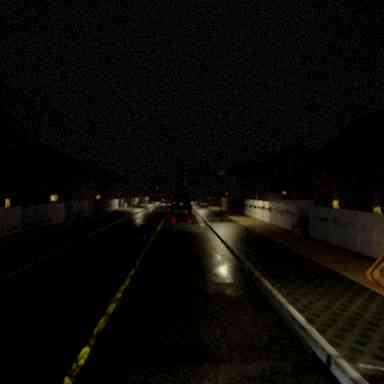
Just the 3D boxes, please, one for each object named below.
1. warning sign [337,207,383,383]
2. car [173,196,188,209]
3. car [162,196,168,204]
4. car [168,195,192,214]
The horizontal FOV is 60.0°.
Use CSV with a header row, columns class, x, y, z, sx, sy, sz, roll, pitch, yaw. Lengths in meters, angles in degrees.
class,x,y,z,sx,sy,sz,roll,pitch,yaw
warning sign,2.411,1.096,3.426,1.300,1.860,1.060,-2,-1,-2
car,-1.657,1.509,48.345,2.097,1.767,4.553,0,0,-2
car,-5.430,1.689,73.330,2.097,1.767,4.553,0,-1,-2
car,-1.190,1.303,35.904,2.150,2.045,5.566,0,0,-3
